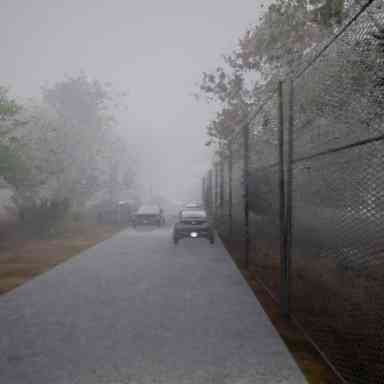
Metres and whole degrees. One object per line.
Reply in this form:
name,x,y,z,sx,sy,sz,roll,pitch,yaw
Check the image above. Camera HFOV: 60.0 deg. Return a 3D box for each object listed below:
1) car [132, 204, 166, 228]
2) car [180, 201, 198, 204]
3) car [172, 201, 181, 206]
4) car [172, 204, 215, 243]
car,-2.889,1.593,23.052,1.882,1.535,5.008,0,-1,0
car,0.011,1.797,34.432,1.812,1.442,4.674,0,-1,0
car,-2.666,2.468,64.273,1.837,1.490,4.892,0,-2,2
car,0.078,1.560,16.452,1.837,1.490,4.892,0,0,0
